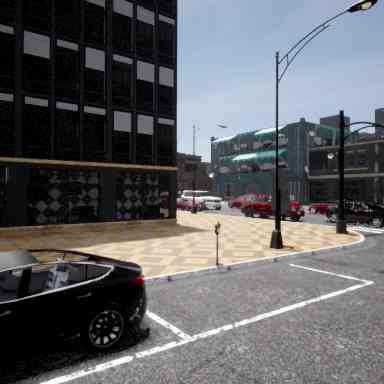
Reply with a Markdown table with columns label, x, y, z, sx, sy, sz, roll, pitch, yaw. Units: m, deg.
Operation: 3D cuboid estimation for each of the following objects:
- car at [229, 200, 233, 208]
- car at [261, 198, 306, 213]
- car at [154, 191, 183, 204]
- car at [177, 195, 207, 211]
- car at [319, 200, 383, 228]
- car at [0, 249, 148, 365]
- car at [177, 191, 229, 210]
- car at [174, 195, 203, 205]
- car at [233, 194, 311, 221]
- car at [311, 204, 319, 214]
| label | x | y | z | sx | sy | sz | roll | pitch | yaw |
| --- | --- | --- | --- | --- | --- | --- | --- | --- | --- |
| car | 6.032 | 1.130 | 38.674 | 1.967 | 1.590 | 4.097 | 1 | 0 | -36 |
| car | 9.309 | 1.340 | 34.200 | 1.802 | 1.307 | 4.206 | 1 | 0 | -36 |
| car | -3.802 | 0.793 | 52.091 | 2.192 | 1.841 | 5.009 | 1 | 0 | -36 |
| car | -0.729 | 1.231 | 33.719 | 1.802 | 1.307 | 4.206 | 1 | 0 | -36 |
| car | 10.986 | 1.387 | 21.352 | 1.837 | 1.490 | 4.892 | 1 | 1 | -30 |
| car | -2.706 | 1.566 | 4.624 | 4.313 | 1.339 | 1.947 | 0 | 0 | -35 |
| car | 0.989 | 0.877 | 35.747 | 2.150 | 2.045 | 5.566 | 0 | 0 | -36 |
| car | -0.528 | 1.101 | 47.619 | 2.008 | 1.369 | 4.403 | 1 | 0 | -36 |
| car | 5.836 | 1.101 | 24.773 | 2.192 | 1.841 | 5.009 | 1 | 0 | -36 |
| car | 12.589 | 1.371 | 29.728 | 1.887 | 1.381 | 4.507 | 1 | 0 | -36 |
